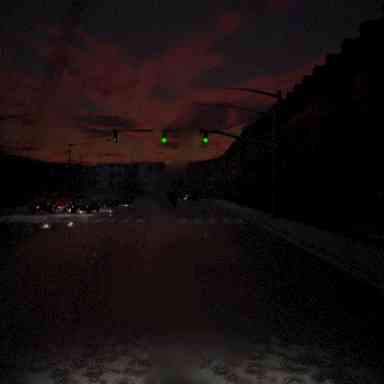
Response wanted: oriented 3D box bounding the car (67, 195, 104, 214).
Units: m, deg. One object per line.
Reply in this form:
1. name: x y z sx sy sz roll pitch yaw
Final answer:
1. car: -10.587 1.333 33.423 1.812 1.442 4.674 0 0 0

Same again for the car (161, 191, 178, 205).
1. car: -3.411 0.933 50.153 2.150 2.045 5.566 0 0 0

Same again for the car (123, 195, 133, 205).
1. car: -10.565 1.244 52.870 2.033 1.411 5.357 0 0 0

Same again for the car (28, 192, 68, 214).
1. car: -14.091 1.030 33.217 2.150 2.045 5.566 0 0 1

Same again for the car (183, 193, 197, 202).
1. car: -0.042 1.121 64.508 2.128 1.511 4.902 0 0 -3

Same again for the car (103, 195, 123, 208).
1. car: -10.581 1.356 42.528 1.895 1.301 4.718 0 0 0

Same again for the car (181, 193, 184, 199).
1. car: -1.298 0.962 74.588 2.128 1.511 4.902 0 0 -17

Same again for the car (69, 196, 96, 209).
1. car: -14.082 1.257 43.028 1.837 1.490 4.892 0 0 0
